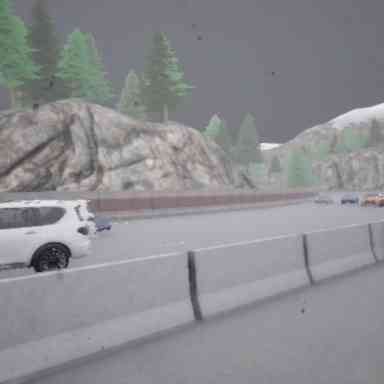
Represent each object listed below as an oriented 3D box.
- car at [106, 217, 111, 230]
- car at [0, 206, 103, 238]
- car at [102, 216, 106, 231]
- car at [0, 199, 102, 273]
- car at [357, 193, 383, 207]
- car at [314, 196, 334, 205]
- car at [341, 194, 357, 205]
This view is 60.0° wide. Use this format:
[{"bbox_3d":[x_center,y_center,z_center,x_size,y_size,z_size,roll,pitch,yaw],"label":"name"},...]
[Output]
[{"bbox_3d":[-6.778,1.628,16.475,5.357,1.411,2.033,-1,0,-37],"label":"car"},{"bbox_3d":[-8.252,1.645,19.756,5.357,1.411,2.033,-1,0,-38],"label":"car"},{"bbox_3d":[-6.417,1.308,12.407,5.566,2.045,2.150,-1,0,-36],"label":"car"},{"bbox_3d":[-5.530,1.301,8.726,5.566,2.045,2.150,-1,0,-36],"label":"car"},{"bbox_3d":[22.269,0.899,40.928,2.097,1.767,4.553,-1,0,37],"label":"car"},{"bbox_3d":[19.347,1.178,48.771,1.895,1.301,4.718,-1,0,35],"label":"car"},{"bbox_3d":[22.424,1.007,47.080,1.882,1.535,5.008,-1,0,35],"label":"car"}]
